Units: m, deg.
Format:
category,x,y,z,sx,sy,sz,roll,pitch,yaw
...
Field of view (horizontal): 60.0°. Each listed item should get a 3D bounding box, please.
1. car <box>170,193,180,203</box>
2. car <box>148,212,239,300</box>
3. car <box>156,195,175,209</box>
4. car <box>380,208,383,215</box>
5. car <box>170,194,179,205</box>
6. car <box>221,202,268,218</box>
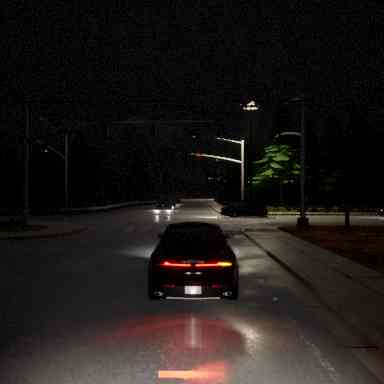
category,x,y,z,sx,sy,sz,roll,pitch,yaw
car,-3.507,1.221,65.395,2.150,2.045,5.566,0,0,1
car,0.039,1.501,8.375,1.837,1.490,4.892,0,0,0
car,-3.647,1.504,44.317,1.837,1.490,4.892,0,0,0
car,19.714,1.574,29.441,5.357,1.411,2.033,0,0,1
car,-3.642,1.547,54.764,2.033,1.411,5.357,0,0,0
car,4.662,1.585,29.693,4.181,1.385,1.994,0,0,1
